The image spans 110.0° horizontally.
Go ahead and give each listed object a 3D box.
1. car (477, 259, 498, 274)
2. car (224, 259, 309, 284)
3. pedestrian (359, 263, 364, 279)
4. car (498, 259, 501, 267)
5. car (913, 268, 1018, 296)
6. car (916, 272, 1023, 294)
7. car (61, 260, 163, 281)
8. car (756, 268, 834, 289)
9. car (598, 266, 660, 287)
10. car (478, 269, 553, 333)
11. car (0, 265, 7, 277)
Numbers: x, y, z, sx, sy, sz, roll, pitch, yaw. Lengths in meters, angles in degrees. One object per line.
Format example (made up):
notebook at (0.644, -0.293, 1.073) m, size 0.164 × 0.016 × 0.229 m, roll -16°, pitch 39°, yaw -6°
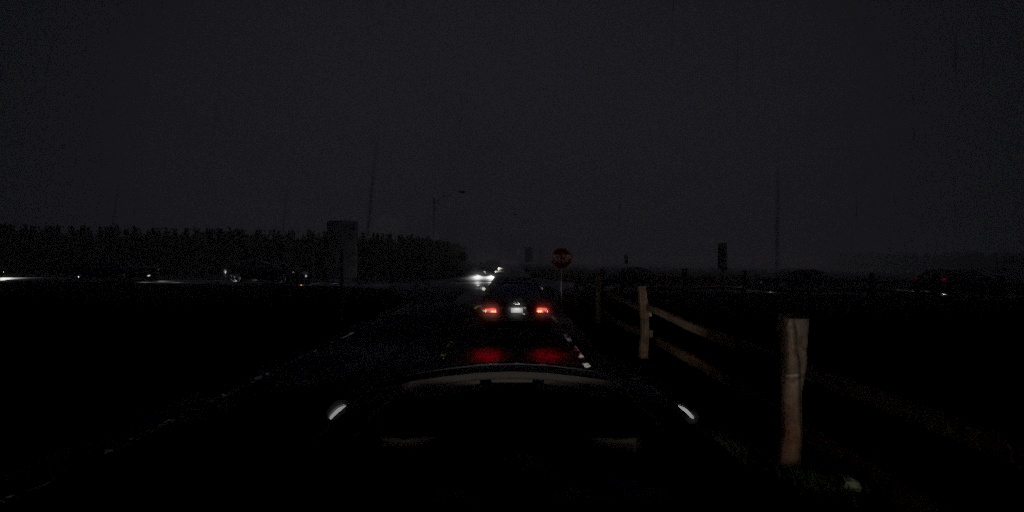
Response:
car at (-2.928, 1.358, 40.552) m, size 1.895 × 1.301 × 4.718 m, roll 0°, pitch 0°, yaw 0°
car at (-15.702, 0.978, 23.125) m, size 4.902 × 1.511 × 2.128 m, roll 1°, pitch -1°, yaw 1°
pedestrian at (-12.230, 1.170, 29.155) m, size 0.375 × 1.300 × 0.375 m, roll 0°, pitch -2°, yaw 0°
car at (-2.947, 1.306, 50.999) m, size 2.033 × 1.411 × 5.357 m, roll 0°, pitch 0°, yaw 0°
car at (29.297, 1.644, 23.398) m, size 4.553 × 1.767 × 2.097 m, roll 1°, pitch -1°, yaw 0°
car at (33.532, 1.942, 26.354) m, size 5.357 × 1.411 × 2.033 m, roll 1°, pitch -1°, yaw 0°
car at (-25.611, 0.912, 23.113) m, size 4.718 × 1.301 × 1.895 m, roll 1°, pitch -1°, yaw 0°
car at (20.661, 1.665, 26.297) m, size 4.892 × 1.490 × 1.837 m, roll 0°, pitch -1°, yaw 0°
car at (8.334, 1.466, 26.009) m, size 4.674 × 1.442 × 1.812 m, roll 1°, pitch -1°, yaw -5°
car at (0.045, 1.299, 10.762) m, size 2.033 × 1.411 × 5.357 m, roll 0°, pitch 0°, yaw -1°
car at (-35.633, 0.699, 23.069) m, size 4.181 × 1.385 × 1.994 m, roll 1°, pitch -1°, yaw 0°
